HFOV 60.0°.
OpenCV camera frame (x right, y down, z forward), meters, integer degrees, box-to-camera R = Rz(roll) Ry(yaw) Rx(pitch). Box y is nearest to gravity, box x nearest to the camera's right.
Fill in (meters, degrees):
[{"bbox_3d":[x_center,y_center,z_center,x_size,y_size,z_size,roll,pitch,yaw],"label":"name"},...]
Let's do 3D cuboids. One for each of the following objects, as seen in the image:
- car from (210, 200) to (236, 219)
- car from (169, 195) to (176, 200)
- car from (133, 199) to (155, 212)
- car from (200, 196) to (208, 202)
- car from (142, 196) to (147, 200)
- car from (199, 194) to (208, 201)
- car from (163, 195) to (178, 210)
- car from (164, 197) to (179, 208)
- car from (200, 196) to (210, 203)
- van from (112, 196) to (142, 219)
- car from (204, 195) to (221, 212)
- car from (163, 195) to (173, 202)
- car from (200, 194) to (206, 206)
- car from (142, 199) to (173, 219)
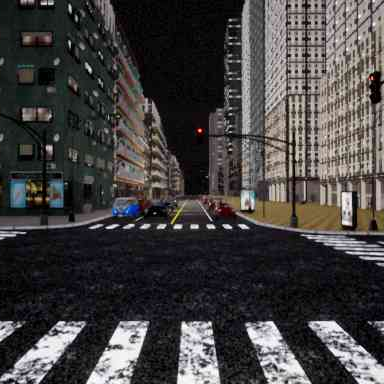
[{"bbox_3d":[2.740,1.591,28.379,1.802,1.307,4.206,0,0,0],"label":"car"},{"bbox_3d":[-5.539,1.637,94.724,1.947,1.339,4.313,0,0,0],"label":"car"},{"bbox_3d":[-5.623,1.559,39.448,1.887,1.381,4.507,0,0,0],"label":"car"},{"bbox_3d":[2.816,1.632,78.127,1.802,1.307,4.206,0,0,0],"label":"car"},{"bbox_3d":[-5.630,1.327,33.920,2.192,1.841,5.009,0,0,0],"label":"car"},{"bbox_3d":[2.826,1.371,83.655,2.192,1.841,5.009,0,0,0],"label":"car"},{"bbox_3d":[-3.040,1.506,39.437,2.128,1.511,4.902,0,0,0],"label":"car"},{"bbox_3d":[-3.014,1.569,50.076,2.033,1.411,5.357,0,0,0],"label":"car"},{"bbox_3d":[2.808,1.588,72.600,1.887,1.381,4.507,0,0,0],"label":"car"},{"bbox_3d":[-5.639,1.350,28.393,1.690,1.788,3.998,0,0,0],"label":"van"},{"bbox_3d":[2.758,1.455,39.435,1.967,1.590,4.097,0,0,0],"label":"car"},{"bbox_3d":[-5.563,1.490,78.141,1.967,1.590,4.097,0,0,0],"label":"car"},{"bbox_3d":[2.783,1.466,56.017,1.967,1.590,4.097,0,0,0],"label":"car"},{"bbox_3d":[-3.055,1.573,29.414,1.994,1.385,4.181,0,0,0],"label":"car"}]
